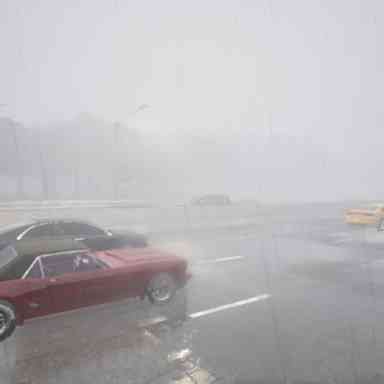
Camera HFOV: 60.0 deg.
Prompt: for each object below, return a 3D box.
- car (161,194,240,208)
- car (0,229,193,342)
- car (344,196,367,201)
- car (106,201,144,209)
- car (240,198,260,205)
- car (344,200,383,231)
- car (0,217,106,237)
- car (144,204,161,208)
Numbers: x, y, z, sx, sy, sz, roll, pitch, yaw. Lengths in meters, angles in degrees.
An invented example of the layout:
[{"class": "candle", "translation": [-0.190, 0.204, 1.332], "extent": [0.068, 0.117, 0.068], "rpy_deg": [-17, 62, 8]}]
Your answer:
[{"class": "car", "translation": [0.738, 1.199, 25.968], "extent": [5.566, 2.045, 2.150], "rpy_deg": [0, 0, -35]}, {"class": "car", "translation": [-2.329, 1.598, 6.382], "extent": [4.718, 1.301, 1.895], "rpy_deg": [0, 0, -35]}, {"class": "car", "translation": [28.578, 1.332, 58.218], "extent": [4.718, 1.301, 1.895], "rpy_deg": [-1, 1, -34]}, {"class": "car", "translation": [-6.307, 1.580, 33.846], "extent": [4.718, 1.301, 1.895], "rpy_deg": [0, 0, -35]}, {"class": "car", "translation": [5.632, 1.468, 37.983], "extent": [4.892, 1.490, 1.837], "rpy_deg": [0, 0, -35]}, {"class": "car", "translation": [11.448, 1.449, 20.439], "extent": [5.008, 1.535, 1.882], "rpy_deg": [0, 0, -35]}, {"class": "car", "translation": [-3.606, 1.501, 9.767], "extent": [4.892, 1.490, 1.837], "rpy_deg": [0, 0, -35]}, {"class": "car", "translation": [-1.558, 1.542, 28.630], "extent": [4.181, 1.385, 1.994], "rpy_deg": [0, 0, -35]}]
